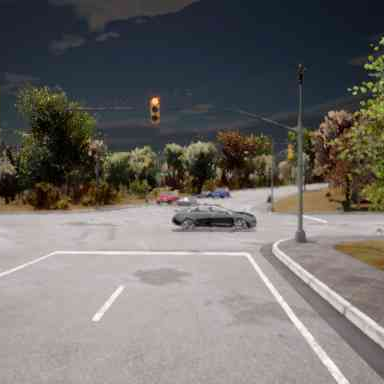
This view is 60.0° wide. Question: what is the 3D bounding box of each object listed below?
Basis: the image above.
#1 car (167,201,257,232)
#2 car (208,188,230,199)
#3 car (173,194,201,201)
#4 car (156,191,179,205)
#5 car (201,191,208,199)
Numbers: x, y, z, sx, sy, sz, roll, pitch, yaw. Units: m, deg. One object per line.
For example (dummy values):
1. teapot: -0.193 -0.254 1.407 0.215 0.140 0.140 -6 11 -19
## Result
1. car: 1.237 1.462 19.255 4.902 1.511 2.128 0 0 3
2. car: 5.638 0.240 64.885 2.150 2.045 5.566 0 4 26
3. car: -0.727 1.362 48.982 1.895 1.301 4.718 0 2 18
4. car: -3.609 0.944 51.397 2.150 2.045 5.566 0 1 19
5. car: 2.809 0.502 67.049 1.812 1.442 4.674 0 3 25
